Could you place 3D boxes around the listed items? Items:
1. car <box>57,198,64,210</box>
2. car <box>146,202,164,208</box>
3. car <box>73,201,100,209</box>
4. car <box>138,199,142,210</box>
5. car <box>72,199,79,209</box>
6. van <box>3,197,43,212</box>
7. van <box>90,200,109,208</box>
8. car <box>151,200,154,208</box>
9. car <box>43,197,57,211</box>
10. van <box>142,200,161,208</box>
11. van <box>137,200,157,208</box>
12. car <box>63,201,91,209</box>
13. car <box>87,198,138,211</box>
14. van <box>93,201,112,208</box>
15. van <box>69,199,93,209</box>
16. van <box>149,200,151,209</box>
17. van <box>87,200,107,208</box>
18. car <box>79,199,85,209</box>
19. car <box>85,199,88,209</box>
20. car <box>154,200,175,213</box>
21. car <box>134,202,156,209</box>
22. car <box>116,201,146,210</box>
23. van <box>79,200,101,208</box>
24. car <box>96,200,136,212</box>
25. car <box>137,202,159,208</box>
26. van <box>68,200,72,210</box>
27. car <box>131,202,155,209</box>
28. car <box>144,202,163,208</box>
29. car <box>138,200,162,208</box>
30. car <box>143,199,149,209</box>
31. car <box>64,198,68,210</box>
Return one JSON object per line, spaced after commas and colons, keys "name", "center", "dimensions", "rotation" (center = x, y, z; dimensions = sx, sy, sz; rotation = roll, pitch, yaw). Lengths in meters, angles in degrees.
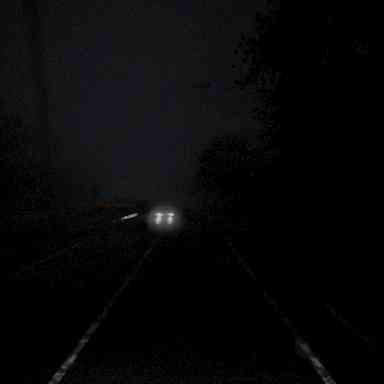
{"name": "car", "center": [-23.249, 2.090, 51.407], "dimensions": [5.366, 1.575, 1.946], "rotation": [0, -2, 0]}
{"name": "car", "center": [-10.320, 3.646, 92.782], "dimensions": [4.553, 1.767, 2.185], "rotation": [0, -3, 0]}
{"name": "car", "center": [-23.248, 2.884, 73.554], "dimensions": [5.366, 1.575, 1.946], "rotation": [0, -2, 0]}
{"name": "car", "center": [-10.361, 1.993, 48.417], "dimensions": [5.008, 1.535, 2.097], "rotation": [0, -2, 0]}
{"name": "car", "center": [-23.402, 2.264, 59.714], "dimensions": [4.553, 1.767, 2.185], "rotation": [0, -2, 0]}
{"name": "van", "center": [-23.552, 1.687, 45.757], "dimensions": [4.442, 1.987, 1.878], "rotation": [0, -2, 0]}
{"name": "van", "center": [-23.548, 3.121, 84.615], "dimensions": [4.442, 1.987, 1.878], "rotation": [0, -3, 0]}
{"name": "car", "center": [-10.359, 2.581, 65.060], "dimensions": [5.008, 1.535, 2.097], "rotation": [0, -2, 0]}
{"name": "car", "center": [-23.462, 1.748, 48.648], "dimensions": [5.566, 2.045, 2.435], "rotation": [0, -2, 0]}
{"name": "van", "center": [-10.235, 3.113, 84.470], "dimensions": [4.442, 1.987, 1.878], "rotation": [0, -3, 0]}
{"name": "van", "center": [-10.236, 2.754, 76.165], "dimensions": [4.442, 1.987, 1.878], "rotation": [0, -2, 0]}
{"name": "car", "center": [-23.427, 2.689, 68.016], "dimensions": [4.892, 1.521, 2.231], "rotation": [0, -2, 0]}
{"name": "car", "center": [-10.169, 1.830, 42.878], "dimensions": [5.366, 1.575, 1.946], "rotation": [0, -2, 0]}
{"name": "van", "center": [-23.548, 3.258, 87.256], "dimensions": [4.442, 1.987, 1.878], "rotation": [0, -3, 0]}
{"name": "van", "center": [-23.550, 2.562, 70.792], "dimensions": [4.442, 1.987, 1.878], "rotation": [0, -2, 0]}
{"name": "van", "center": [-10.470, 2.256, 62.293], "dimensions": [4.442, 1.987, 1.878], "rotation": [0, -2, 0]}
{"name": "van", "center": [-23.316, 2.970, 81.716], "dimensions": [4.442, 1.987, 1.878], "rotation": [0, -3, 0]}
{"name": "car", "center": [-23.428, 2.485, 62.353], "dimensions": [5.008, 1.535, 2.097], "rotation": [0, -2, 0]}
{"name": "car", "center": [-23.428, 2.589, 65.247], "dimensions": [5.008, 1.535, 2.097], "rotation": [0, -2, 0]}
{"name": "car", "center": [-3.362, 1.967, 42.483], "dimensions": [1.895, 1.301, 4.718], "rotation": [0, -2, 0]}
{"name": "car", "center": [-10.355, 2.920, 73.381], "dimensions": [4.674, 1.452, 2.002], "rotation": [0, -2, 0]}
{"name": "car", "center": [-10.383, 2.312, 56.736], "dimensions": [4.792, 1.488, 2.163], "rotation": [0, -2, 0]}
{"name": "van", "center": [-23.316, 2.761, 76.328], "dimensions": [4.442, 1.987, 1.878], "rotation": [0, -2, 0]}
{"name": "car", "center": [-10.360, 1.910, 45.646], "dimensions": [4.892, 1.521, 2.231], "rotation": [0, -2, 0]}
{"name": "car", "center": [-10.382, 3.110, 78.937], "dimensions": [4.792, 1.488, 2.163], "rotation": [0, -3, 0]}
{"name": "van", "center": [-23.550, 2.065, 56.950], "dimensions": [4.442, 1.987, 1.878], "rotation": [0, -2, 0]}
{"name": "car", "center": [-10.323, 2.810, 70.606], "dimensions": [4.792, 1.488, 2.163], "rotation": [0, -2, 0]}
{"name": "car", "center": [-10.346, 3.627, 90.003], "dimensions": [5.008, 1.535, 2.097], "rotation": [0, -3, 0]}
{"name": "car", "center": [-10.381, 2.943, 81.699], "dimensions": [5.566, 2.045, 2.435], "rotation": [0, -3, 0]}
{"name": "car", "center": [-10.326, 1.931, 53.971], "dimensions": [5.566, 2.045, 2.435], "rotation": [0, -2, 0]}
{"name": "car", "center": [-23.427, 2.192, 54.172], "dimensions": [4.892, 1.521, 2.231], "rotation": [0, -2, 0]}
